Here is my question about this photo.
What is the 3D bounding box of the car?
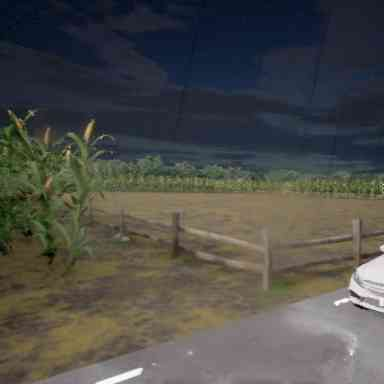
[{"bbox_3d":[5.064,1.533,6.679,4.674,1.442,1.812,0,0,-35],"label":"car"}]
